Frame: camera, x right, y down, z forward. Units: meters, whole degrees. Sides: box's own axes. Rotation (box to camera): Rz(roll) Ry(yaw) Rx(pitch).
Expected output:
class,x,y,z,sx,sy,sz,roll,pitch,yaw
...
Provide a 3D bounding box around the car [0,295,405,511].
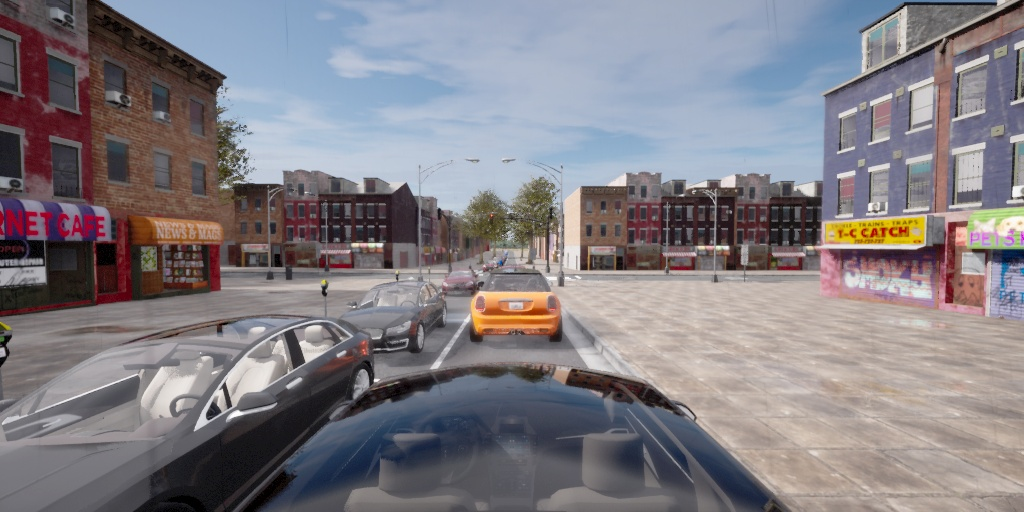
class,x,y,z,sx,sy,sz,roll,pitch,yaw
car,-2.643,1.300,3.147,2.007,1.370,4.403,0,0,0

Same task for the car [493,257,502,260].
class,x,y,z,sx,sy,sz,roll,pitch,yaw
car,-2.722,1.246,46.265,1.967,1.591,4.097,0,0,0

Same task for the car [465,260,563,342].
class,x,y,z,sx,sy,sz,roll,pitch,yaw
car,0.085,1.101,9.905,2.097,1.767,4.553,0,0,0

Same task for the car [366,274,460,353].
class,x,y,z,sx,sy,sz,roll,pitch,yaw
car,-2.653,1.299,8.596,2.007,1.370,4.403,0,0,0

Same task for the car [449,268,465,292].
class,x,y,z,sx,sy,sz,roll,pitch,yaw
car,-2.673,1.337,19.490,1.802,1.307,4.207,0,0,0
